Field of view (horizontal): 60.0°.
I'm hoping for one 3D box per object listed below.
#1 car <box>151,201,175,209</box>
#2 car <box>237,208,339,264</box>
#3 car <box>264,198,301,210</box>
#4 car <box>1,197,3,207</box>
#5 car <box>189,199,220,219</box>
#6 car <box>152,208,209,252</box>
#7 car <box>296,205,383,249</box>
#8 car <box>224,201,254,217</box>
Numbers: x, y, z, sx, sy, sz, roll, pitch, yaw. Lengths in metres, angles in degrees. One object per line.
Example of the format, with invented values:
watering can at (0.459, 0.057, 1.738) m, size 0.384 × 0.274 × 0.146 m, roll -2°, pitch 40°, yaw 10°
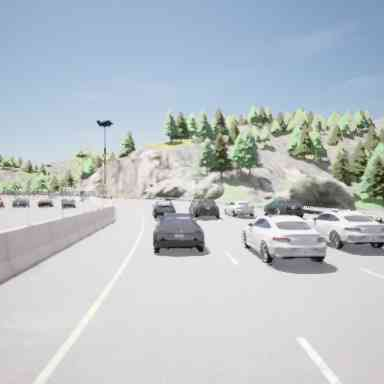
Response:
car at (-2.578, 1.513, 29.697) m, size 2.128 × 1.511 × 4.902 m, roll 0°, pitch 0°, yaw -10°
car at (3.072, 1.526, 11.760) m, size 1.812 × 1.442 × 4.674 m, roll 0°, pitch 0°, yaw -4°
car at (8.061, 1.353, 29.611) m, size 2.097 × 1.767 × 4.553 m, roll 0°, pitch 0°, yaw -9°
car at (-28.789, 1.434, 48.362) m, size 2.097 × 1.767 × 4.553 m, roll 0°, pitch 0°, yaw -17°
car at (0.991, 1.366, 29.505) m, size 2.097 × 1.767 × 4.553 m, roll 0°, pitch 0°, yaw -9°
car at (-0.618, 1.573, 14.081) m, size 1.994 × 1.385 × 4.181 m, roll 0°, pitch 0°, yaw -4°
car at (6.386, 1.521, 14.362) m, size 1.812 × 1.442 × 4.674 m, roll 0°, pitch 0°, yaw -4°
car at (4.326, 1.534, 30.831) m, size 1.812 × 1.442 × 4.674 m, roll 0°, pitch 0°, yaw -10°
